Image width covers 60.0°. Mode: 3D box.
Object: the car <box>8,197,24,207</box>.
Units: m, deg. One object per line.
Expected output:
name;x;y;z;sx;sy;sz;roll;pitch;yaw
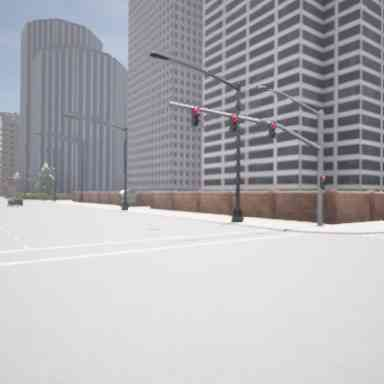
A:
car;-28.609;1.586;53.959;1.837;1.490;4.892;1;0;-35
